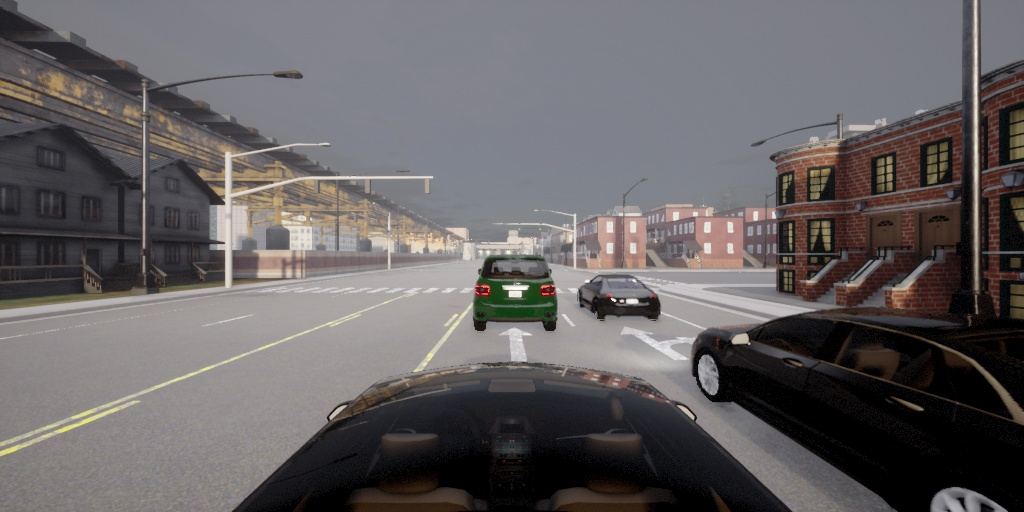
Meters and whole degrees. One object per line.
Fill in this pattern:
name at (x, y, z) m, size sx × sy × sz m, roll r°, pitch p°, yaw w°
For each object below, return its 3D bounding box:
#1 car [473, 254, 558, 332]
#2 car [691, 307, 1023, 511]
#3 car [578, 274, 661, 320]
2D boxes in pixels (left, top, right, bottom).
car at (0.089, 0.972, 11.009) m, size 2.150 × 2.045 × 5.566 m, roll 0°, pitch 0°, yaw 0°
car at (3.599, 1.256, 3.442) m, size 1.837 × 1.490 × 4.892 m, roll 0°, pitch 0°, yaw 0°
car at (3.590, 1.314, 12.658) m, size 1.994 × 1.385 × 4.181 m, roll 0°, pitch 0°, yaw 0°
